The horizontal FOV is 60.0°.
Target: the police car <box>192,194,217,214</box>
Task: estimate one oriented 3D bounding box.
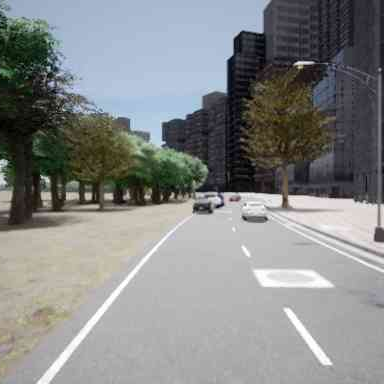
[{"bbox_3d":[1.225,1.350,34.978,1.930,1.638,5.238,0,0,7],"label":"police car"}]

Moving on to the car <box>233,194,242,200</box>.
[{"bbox_3d":[11.696,1.242,85.344,2.033,1.411,5.357,0,0,8],"label":"car"}]

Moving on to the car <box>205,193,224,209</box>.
[{"bbox_3d":[2.690,1.130,44.763,2.150,2.045,5.566,0,0,10],"label":"car"}]

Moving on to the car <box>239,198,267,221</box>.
[{"bbox_3d":[5.018,1.478,27.076,1.812,1.442,4.674,0,0,6],"label":"car"}]

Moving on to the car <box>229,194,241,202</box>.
[{"bbox_3d":[8.729,1.338,68.907,1.994,1.385,4.181,0,0,12],"label":"car"}]
